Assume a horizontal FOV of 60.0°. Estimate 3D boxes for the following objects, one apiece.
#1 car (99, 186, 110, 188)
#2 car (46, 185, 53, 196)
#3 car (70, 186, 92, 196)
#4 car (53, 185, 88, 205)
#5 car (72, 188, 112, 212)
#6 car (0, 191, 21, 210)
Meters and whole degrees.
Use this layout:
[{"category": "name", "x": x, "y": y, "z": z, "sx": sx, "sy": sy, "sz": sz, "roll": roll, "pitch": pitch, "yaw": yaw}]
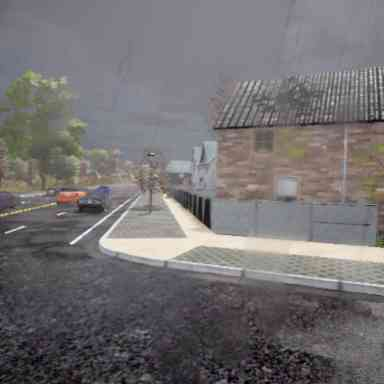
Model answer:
[{"category": "car", "x": -13.694, "y": -0.274, "z": 52.224, "sx": 1.882, "sy": 1.535, "sz": 5.008, "roll": 1, "pitch": 2, "yaw": -7}, {"category": "car", "x": -20.022, "y": -0.264, "z": 49.219, "sx": 2.128, "sy": 1.511, "sz": 4.902, "roll": 1, "pitch": 2, "yaw": -6}, {"category": "car", "x": -16.957, "y": -0.220, "z": 51.134, "sx": 2.033, "sy": 1.411, "sz": 5.357, "roll": 1, "pitch": 2, "yaw": -6}, {"category": "car", "x": -11.343, "y": 0.239, "z": 31.867, "sx": 2.097, "sy": 1.767, "sz": 4.553, "roll": 1, "pitch": 2, "yaw": -7}, {"category": "car", "x": -7.331, "y": 0.682, "z": 25.436, "sx": 2.033, "sy": 1.411, "sz": 5.357, "roll": 1, "pitch": 2, "yaw": -7}, {"category": "car", "x": -13.829, "y": 0.649, "z": 23.304, "sx": 2.033, "sy": 1.411, "sz": 5.357, "roll": 1, "pitch": 2, "yaw": -7}]
